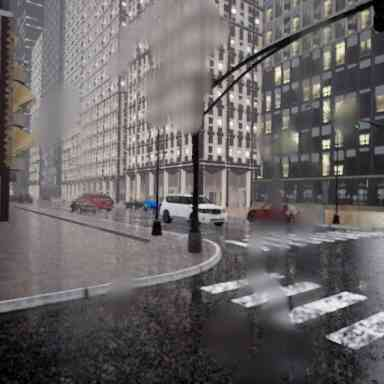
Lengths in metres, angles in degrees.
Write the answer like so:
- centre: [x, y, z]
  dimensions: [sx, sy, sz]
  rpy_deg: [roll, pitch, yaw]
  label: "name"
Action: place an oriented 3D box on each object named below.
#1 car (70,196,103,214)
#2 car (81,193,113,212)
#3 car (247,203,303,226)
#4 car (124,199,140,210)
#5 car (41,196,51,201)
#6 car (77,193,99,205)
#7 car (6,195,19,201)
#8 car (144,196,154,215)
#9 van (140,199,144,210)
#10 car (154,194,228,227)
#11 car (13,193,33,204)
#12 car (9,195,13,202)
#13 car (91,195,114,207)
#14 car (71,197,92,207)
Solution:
- centre: [-10.809, 1.419, 32.966]
  dimensions: [2.008, 1.369, 4.403]
  rpy_deg: [1, -1, -35]
  label: "car"
- centre: [-10.766, 1.134, 37.395]
  dimensions: [2.150, 2.045, 5.566]
  rpy_deg: [1, -1, -35]
  label: "car"
- centre: [5.842, 1.492, 24.012]
  dimensions: [1.967, 1.590, 4.097]
  rpy_deg: [1, -1, -35]
  label: "car"
- centre: [-7.253, 1.571, 42.424]
  dimensions: [2.008, 1.369, 4.403]
  rpy_deg: [1, -1, -35]
  label: "car"
- centre: [-36.715, 1.556, 83.854]
  dimensions: [1.802, 1.307, 4.206]
  rpy_deg: [1, -1, -35]
  label: "car"
- centre: [-18.464, 1.234, 58.918]
  dimensions: [2.150, 2.045, 5.566]
  rpy_deg: [1, -1, -35]
  label: "car"
- centre: [-40.269, 1.370, 74.396]
  dimensions: [2.008, 1.369, 4.403]
  rpy_deg: [1, -1, -35]
  label: "car"
- centre: [-2.216, 1.465, 30.879]
  dimensions: [1.882, 1.535, 5.008]
  rpy_deg: [1, -1, -35]
  label: "car"
- centre: [-3.977, 1.369, 37.823]
  dimensions: [1.690, 1.788, 3.998]
  rpy_deg: [1, -1, -35]
  label: "van"
- centre: [-0.035, 1.160, 22.292]
  dimensions: [2.150, 2.045, 5.566]
  rpy_deg: [1, -1, -35]
  label: "car"
- centre: [-30.445, 1.147, 60.588]
  dimensions: [2.192, 1.841, 5.009]
  rpy_deg: [1, -1, -35]
  label: "car"
- centre: [-36.996, 1.389, 69.793]
  dimensions: [1.947, 1.339, 4.313]
  rpy_deg: [1, -1, -35]
  label: "car"
- centre: [-14.370, 1.366, 53.167]
  dimensions: [2.097, 1.767, 4.553]
  rpy_deg: [1, -1, -35]
  label: "car"
- centre: [-17.282, 1.480, 52.023]
  dimensions: [1.812, 1.442, 4.674]
  rpy_deg: [1, -1, -35]
  label: "car"
